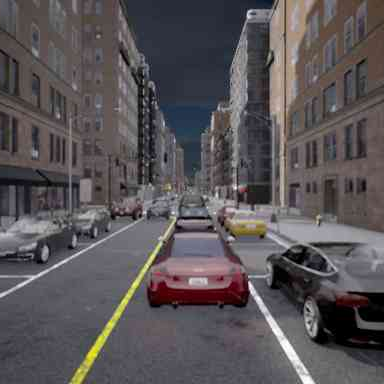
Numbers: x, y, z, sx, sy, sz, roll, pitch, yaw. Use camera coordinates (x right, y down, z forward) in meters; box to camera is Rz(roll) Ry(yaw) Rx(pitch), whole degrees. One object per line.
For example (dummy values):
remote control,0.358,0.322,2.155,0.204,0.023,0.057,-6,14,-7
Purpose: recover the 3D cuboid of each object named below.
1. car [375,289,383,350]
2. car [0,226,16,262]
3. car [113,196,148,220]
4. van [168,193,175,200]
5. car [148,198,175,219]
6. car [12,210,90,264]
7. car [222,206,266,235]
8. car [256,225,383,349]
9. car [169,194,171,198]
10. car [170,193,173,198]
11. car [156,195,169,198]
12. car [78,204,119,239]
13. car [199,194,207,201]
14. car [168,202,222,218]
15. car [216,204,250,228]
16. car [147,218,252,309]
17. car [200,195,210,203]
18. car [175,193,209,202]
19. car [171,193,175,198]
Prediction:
car,2.637,1.566,0.830,1.947,1.339,4.313,0,0,0
car,-5.383,1.579,6.259,1.802,1.307,4.206,0,0,0
car,-5.365,1.293,27.910,2.192,1.841,5.009,0,0,0
van,-5.316,1.249,87.097,1.690,1.788,3.998,0,0,0
car,-2.728,1.511,28.282,1.837,1.490,4.892,0,0,0
car,-5.379,1.544,11.672,2.008,1.369,4.403,0,0,0
car,2.651,1.514,17.239,1.752,1.417,4.829,0,0,0
car,2.642,1.563,6.243,1.947,1.339,4.313,0,0,0
car,-5.339,1.490,59.828,1.887,1.381,4.507,0,0,0
car,-5.335,1.464,65.111,1.752,1.417,4.829,0,0,0
car,-5.344,1.502,54.373,2.008,1.369,4.403,0,0,0
car,-5.374,1.539,17.085,2.008,1.369,4.403,0,0,0
car,2.704,1.356,81.631,1.967,1.590,4.097,0,0,0
car,0.112,1.480,16.846,2.128,1.511,4.902,0,0,0
car,2.655,1.565,22.482,1.802,1.307,4.206,0,0,0
car,0.107,1.560,7.931,1.994,1.385,4.181,0,0,0
car,2.695,1.371,70.721,1.967,1.590,4.097,0,0,0
car,0.023,1.200,26.771,2.150,2.045,5.566,0,0,0
car,-5.321,1.481,81.644,1.947,1.339,4.313,0,0,0
